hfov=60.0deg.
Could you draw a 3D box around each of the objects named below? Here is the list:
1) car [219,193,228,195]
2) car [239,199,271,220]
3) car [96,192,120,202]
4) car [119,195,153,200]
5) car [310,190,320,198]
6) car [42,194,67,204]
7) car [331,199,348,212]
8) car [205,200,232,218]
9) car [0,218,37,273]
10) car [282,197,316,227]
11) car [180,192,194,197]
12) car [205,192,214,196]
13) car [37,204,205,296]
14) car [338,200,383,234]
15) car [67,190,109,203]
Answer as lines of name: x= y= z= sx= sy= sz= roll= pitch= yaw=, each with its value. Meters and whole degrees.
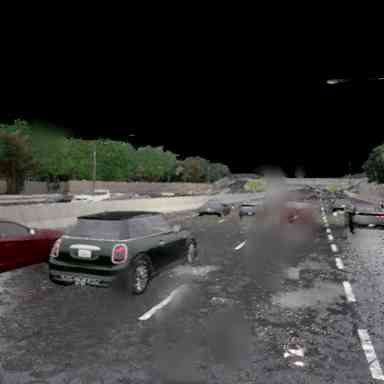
car: x=7.665 y=0.764 z=82.379 sx=1.812 sy=1.442 sz=4.674 roll=1 pitch=1 yaw=21
car: x=5.030 y=1.323 z=26.164 sx=2.128 sy=1.511 sz=4.902 roll=1 pitch=1 yaw=21
car: x=-8.785 y=1.085 z=39.669 sx=1.882 sy=1.535 sz=5.008 roll=1 pitch=0 yaw=21
car: x=-5.818 y=1.155 z=37.619 sx=1.837 sy=1.490 sz=4.892 roll=1 pitch=0 yaw=21
car: x=31.446 y=0.890 z=85.573 sx=1.895 sy=1.301 sz=4.718 roll=1 pitch=2 yaw=21
car: x=-15.925 y=1.050 z=40.570 sx=1.837 sy=1.490 sz=4.892 roll=1 pitch=0 yaw=21
car: x=16.213 y=1.404 z=35.974 sx=1.994 sy=1.385 sz=4.181 roll=1 pitch=1 yaw=21
car: x=2.063 y=1.355 z=28.219 sx=1.994 sy=1.385 sz=4.181 roll=1 pitch=1 yaw=21
car: x=-5.305 y=1.365 z=8.492 sx=1.882 sy=1.535 sz=5.008 roll=1 pitch=0 yaw=20
car: x=7.045 y=1.362 z=21.860 sx=1.882 sy=1.535 sz=5.008 roll=1 pitch=0 yaw=21
car: x=-1.140 y=0.690 z=79.029 sx=1.895 sy=1.301 sz=4.718 roll=1 pitch=1 yaw=21
car: x=4.403 y=0.680 z=83.645 sx=1.882 sy=1.535 sz=5.008 roll=1 pitch=1 yaw=21
car: x=-1.455 y=1.269 z=8.802 sx=2.097 sy=1.767 sz=4.553 roll=1 pitch=0 yaw=20
car: x=9.689 y=1.422 z=18.657 sx=2.128 sy=1.511 sz=4.902 roll=1 pitch=0 yaw=21
car: x=-12.132 y=0.791 z=40.712 sx=2.150 sy=2.045 sz=5.566 roll=1 pitch=1 yaw=21
